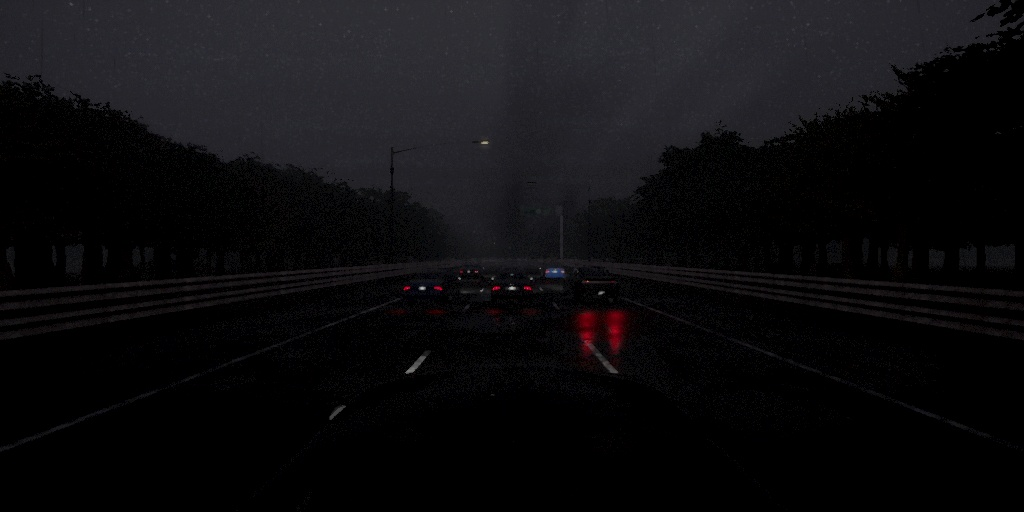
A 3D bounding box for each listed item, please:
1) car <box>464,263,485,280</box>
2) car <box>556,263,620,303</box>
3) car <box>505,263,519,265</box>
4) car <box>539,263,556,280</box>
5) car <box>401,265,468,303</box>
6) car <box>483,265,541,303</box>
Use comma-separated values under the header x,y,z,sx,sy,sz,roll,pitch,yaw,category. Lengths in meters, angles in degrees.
x,y,z,sx,sy,sz,roll,pitch,yaw,category
-3.500,1.330,31.500,2.033,1.411,5.357,0,0,0,car
3.500,1.248,16.500,2.128,1.511,4.902,0,0,0,car
0.000,1.300,31.501,1.812,1.442,4.674,0,0,0,car
3.500,1.330,31.500,2.033,1.411,5.357,0,0,0,car
-3.500,1.316,16.500,2.033,1.411,5.357,0,0,0,car
0.000,1.316,16.501,2.033,1.411,5.357,0,0,0,car
